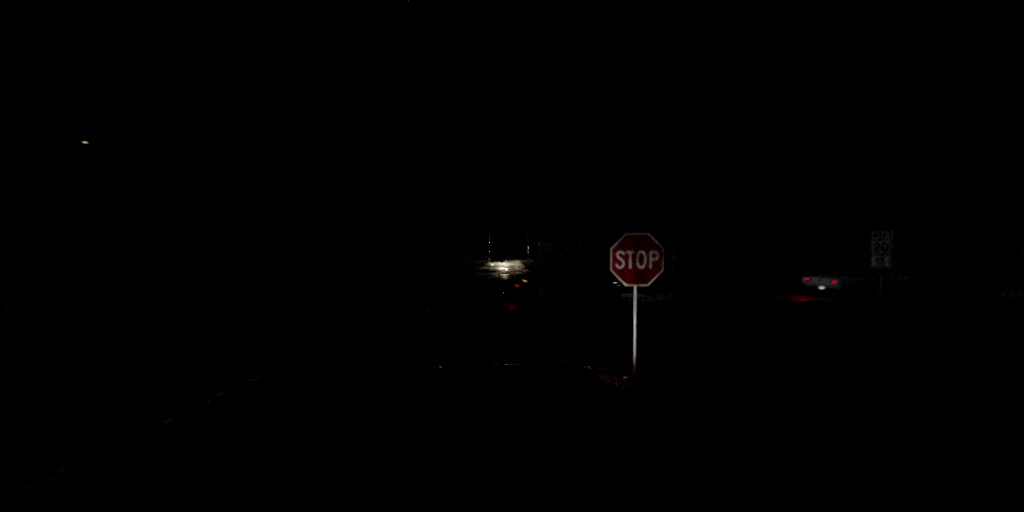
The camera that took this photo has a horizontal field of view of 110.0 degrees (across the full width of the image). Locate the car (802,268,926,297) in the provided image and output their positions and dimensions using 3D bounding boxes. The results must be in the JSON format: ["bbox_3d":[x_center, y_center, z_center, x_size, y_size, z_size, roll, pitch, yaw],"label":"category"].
[{"bbox_3d":[16.859,1.206,17.232,4.718,1.301,1.895,0,1,-7],"label":"car"}]

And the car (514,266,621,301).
[{"bbox_3d":[2.421,1.157,15.856,4.674,1.442,1.812,0,1,-5],"label":"car"}]
